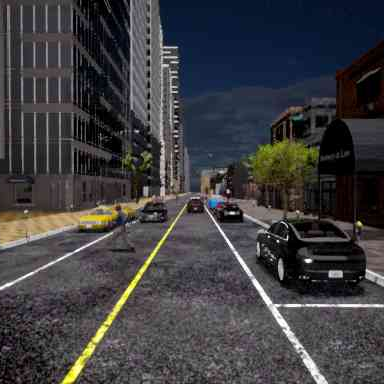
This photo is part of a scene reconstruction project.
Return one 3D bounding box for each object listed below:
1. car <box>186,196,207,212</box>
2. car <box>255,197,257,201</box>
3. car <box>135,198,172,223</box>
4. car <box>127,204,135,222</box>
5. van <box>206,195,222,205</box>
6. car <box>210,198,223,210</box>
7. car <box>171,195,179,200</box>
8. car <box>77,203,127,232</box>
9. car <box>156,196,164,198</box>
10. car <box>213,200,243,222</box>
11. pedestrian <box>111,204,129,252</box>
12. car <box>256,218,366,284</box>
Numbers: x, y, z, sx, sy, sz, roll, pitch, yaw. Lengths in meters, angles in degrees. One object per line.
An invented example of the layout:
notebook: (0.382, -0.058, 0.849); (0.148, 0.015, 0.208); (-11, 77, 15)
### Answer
car: (0.429, 1.493, 37.967); (1.837, 1.490, 4.892); (0, 0, 1)
car: (17.215, 1.399, 76.705); (5.009, 1.841, 2.192); (1, 0, 1)
car: (-2.870, 1.494, 25.837); (1.837, 1.490, 4.892); (0, 1, 0)
car: (-5.472, 1.517, 25.814); (1.752, 1.417, 4.829); (-1, 0, 1)
van: (3.056, 1.328, 42.499); (1.690, 1.788, 3.998); (-1, 0, 1)
car: (2.960, 1.572, 31.431); (1.802, 1.307, 4.206); (-1, 0, 1)
car: (-5.020, 1.500, 91.435); (1.752, 1.417, 4.829); (-1, 0, 1)
car: (-5.522, 1.519, 20.279); (1.752, 1.417, 4.829); (-1, 0, 1)
car: (-5.223, 1.424, 53.658); (1.967, 1.590, 4.097); (-1, 0, 1)
car: (2.910, 1.558, 25.896); (1.947, 1.339, 4.313); (-1, 0, 1)
pedestrian: (-2.657, 1.290, 12.293); (0.375, 1.860, 0.375); (-1, 1, -1)
car: (3.084, 1.502, 9.510); (1.837, 1.490, 4.892); (0, 0, 1)
